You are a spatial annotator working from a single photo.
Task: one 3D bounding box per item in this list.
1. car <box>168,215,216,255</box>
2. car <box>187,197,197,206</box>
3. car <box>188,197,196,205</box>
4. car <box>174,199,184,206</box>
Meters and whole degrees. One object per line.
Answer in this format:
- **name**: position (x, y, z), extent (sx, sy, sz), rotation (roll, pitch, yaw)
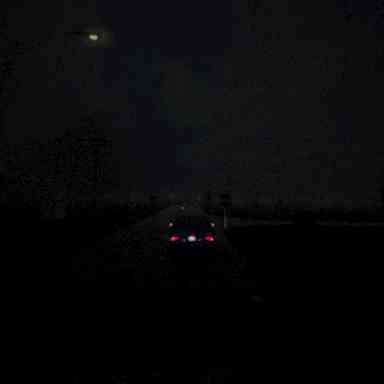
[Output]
- **car**: position (-0.004, 1.688, 13.998), extent (2.033, 1.411, 5.357), rotation (0, -1, 0)
- **car**: position (-0.031, 2.417, 74.614), extent (1.837, 1.490, 4.892), rotation (0, -1, 0)
- **car**: position (-0.037, 2.209, 86.358), extent (2.150, 2.045, 5.566), rotation (0, -1, 0)
- **car**: position (-2.782, 2.274, 73.774), extent (2.097, 1.767, 4.553), rotation (0, -1, 0)
